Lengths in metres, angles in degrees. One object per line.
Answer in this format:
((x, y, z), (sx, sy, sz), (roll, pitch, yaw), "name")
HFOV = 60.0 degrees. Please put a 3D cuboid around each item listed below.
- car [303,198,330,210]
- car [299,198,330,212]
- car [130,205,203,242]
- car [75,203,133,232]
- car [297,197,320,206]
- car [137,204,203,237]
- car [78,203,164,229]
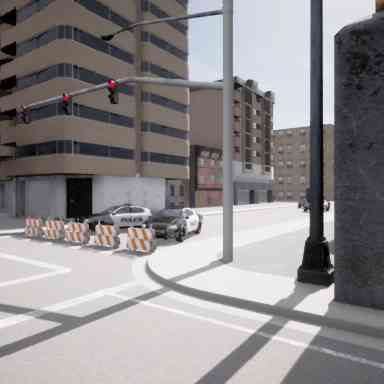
((14.395, 1.295, 38.345), (1.853, 1.218, 4.536), (0, 0, 36), "car")
((14.365, 1.453, 38.303), (2.038, 1.542, 4.974), (0, 0, 36), "car")
((-0.914, 1.453, 16.530), (2.038, 1.542, 4.974), (0, 0, 16), "car")
((-4.106, 1.453, 19.216), (4.974, 1.542, 2.038), (0, 0, -29), "car")
((16.606, 1.295, 47.262), (1.853, 1.218, 4.536), (0, 0, 36), "car")
((-0.900, 1.295, 16.580), (1.853, 1.218, 4.536), (0, 0, 16), "car")
((-4.060, 1.295, 19.242), (4.536, 1.218, 1.853), (0, 0, -29), "car")
